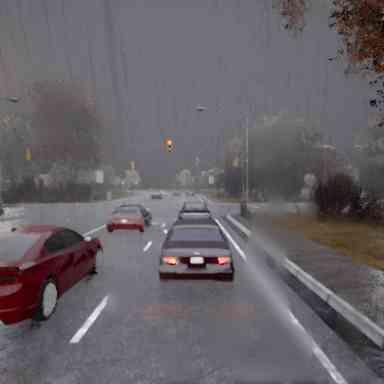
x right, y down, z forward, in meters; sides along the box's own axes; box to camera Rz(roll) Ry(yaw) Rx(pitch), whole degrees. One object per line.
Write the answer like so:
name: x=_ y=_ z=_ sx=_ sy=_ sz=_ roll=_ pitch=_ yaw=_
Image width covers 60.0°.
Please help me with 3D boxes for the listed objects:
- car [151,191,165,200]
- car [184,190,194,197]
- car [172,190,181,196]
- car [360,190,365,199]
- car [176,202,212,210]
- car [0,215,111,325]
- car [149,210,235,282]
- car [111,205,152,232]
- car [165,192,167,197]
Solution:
car: x=-7.019 y=0.714 z=65.936 sx=1.882 sy=1.535 sz=5.008 roll=0 pitch=1 yaw=0
car: x=-0.483 y=0.404 z=86.854 sx=2.128 sy=1.511 sz=4.902 roll=0 pitch=1 yaw=-4
car: x=-3.984 y=0.476 z=86.769 sx=1.895 sy=1.301 sz=4.718 roll=0 pitch=1 yaw=-4
car: x=20.125 y=0.736 z=44.226 sx=5.566 sy=2.045 sz=2.150 roll=0 pitch=1 yaw=-3
car: x=0.130 y=1.310 z=19.290 sx=2.128 sy=1.511 sz=4.902 roll=0 pitch=1 yaw=-1
car: x=-3.398 y=1.433 z=7.189 sx=1.882 sy=1.535 sz=5.008 roll=0 pitch=1 yaw=0
car: x=0.101 y=1.480 z=9.599 sx=2.033 sy=1.411 sz=5.357 roll=0 pitch=1 yaw=0
car: x=-3.398 y=1.391 z=18.658 sx=1.994 sy=1.385 sz=4.181 roll=0 pitch=1 yaw=0
car: x=-7.250 y=0.466 z=81.372 sx=1.882 sy=1.535 sz=5.008 roll=0 pitch=1 yaw=-2
